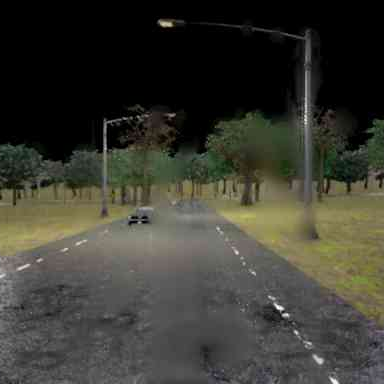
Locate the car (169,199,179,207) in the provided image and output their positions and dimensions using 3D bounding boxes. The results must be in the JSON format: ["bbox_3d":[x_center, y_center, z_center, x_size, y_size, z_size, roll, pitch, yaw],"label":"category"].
[{"bbox_3d":[-3.510,2.139,66.057,2.128,1.511,4.902,0,0,0],"label":"car"}]

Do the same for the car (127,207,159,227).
[{"bbox_3d":[-3.598,1.835,25.087,1.895,1.301,4.718,0,-1,0],"label":"car"}]
